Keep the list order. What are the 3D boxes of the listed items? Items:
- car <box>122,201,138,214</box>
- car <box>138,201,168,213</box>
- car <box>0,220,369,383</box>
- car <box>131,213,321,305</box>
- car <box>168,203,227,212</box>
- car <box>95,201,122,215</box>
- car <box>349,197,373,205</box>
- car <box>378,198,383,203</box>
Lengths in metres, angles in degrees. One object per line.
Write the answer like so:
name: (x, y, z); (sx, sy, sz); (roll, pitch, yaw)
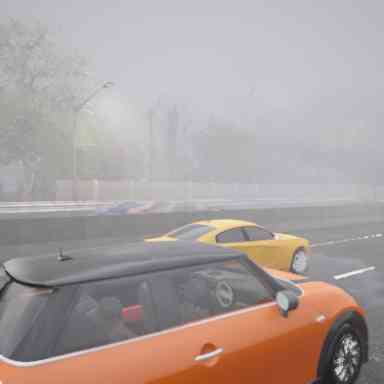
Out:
car: (-3.072, 1.521, 27.594); (4.674, 1.442, 1.812); (0, 0, -35)
car: (-0.974, 1.543, 24.793); (5.357, 1.411, 2.033); (0, 0, -36)
car: (0.002, 1.351, 3.753); (4.553, 1.767, 2.097); (0, 0, -35)
car: (1.091, 1.475, 8.825); (5.008, 1.535, 1.882); (0, 0, -35)
car: (0.888, 1.559, 21.820); (4.181, 1.385, 1.994); (0, 0, -35)
car: (-6.109, 1.521, 29.145); (4.674, 1.442, 1.812); (0, 0, -38)
car: (27.187, 1.519, 53.404); (4.892, 1.490, 1.837); (0, 0, -35)
car: (30.770, 1.495, 51.658); (5.008, 1.535, 1.882); (0, 0, -35)
